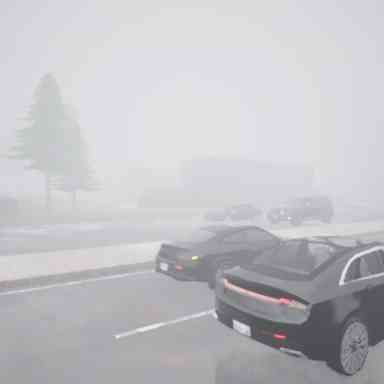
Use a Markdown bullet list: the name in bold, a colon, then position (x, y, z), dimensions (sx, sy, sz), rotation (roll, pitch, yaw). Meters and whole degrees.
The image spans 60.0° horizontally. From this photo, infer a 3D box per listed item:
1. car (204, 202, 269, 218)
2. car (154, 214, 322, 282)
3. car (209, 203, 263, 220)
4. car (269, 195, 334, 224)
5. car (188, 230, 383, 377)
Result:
- **car**: position (3.120, 1.543, 24.627), dimensions (4.892, 1.490, 1.837), rotation (0, 0, -35)
- **car**: position (1.237, 1.540, 8.928), dimensions (4.674, 1.442, 1.812), rotation (0, 0, -36)
- **car**: position (3.979, 1.647, 29.522), dimensions (4.718, 1.301, 1.895), rotation (0, 0, -35)
- **car**: position (7.803, 1.267, 23.657), dimensions (5.566, 2.045, 2.150), rotation (0, 0, -35)
- **car**: position (2.597, 1.504, 5.597), dimensions (4.902, 1.511, 2.128), rotation (0, 0, -36)
